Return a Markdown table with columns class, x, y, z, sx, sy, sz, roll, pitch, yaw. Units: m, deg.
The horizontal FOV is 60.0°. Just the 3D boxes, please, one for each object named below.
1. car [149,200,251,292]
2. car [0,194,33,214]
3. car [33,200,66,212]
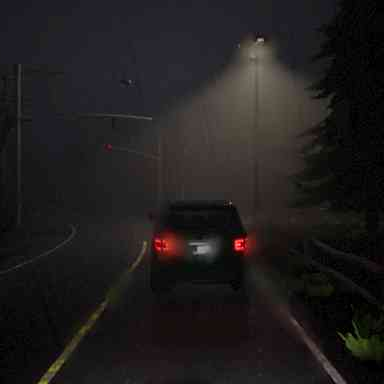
| class | x | y | z | sx | sy | sz | roll | pitch | yaw |
| --- | --- | --- | --- | --- | --- | --- | --- | --- | --- |
| car | 0.010 | 1.219 | 9.127 | 2.150 | 2.045 | 5.566 | 0 | 0 | -5 |
| car | -20.223 | 1.212 | 35.581 | 5.566 | 2.045 | 2.150 | 0 | 0 | 23 |
| car | -16.649 | 1.591 | 37.900 | 4.718 | 1.301 | 1.895 | 0 | 0 | 29 |
